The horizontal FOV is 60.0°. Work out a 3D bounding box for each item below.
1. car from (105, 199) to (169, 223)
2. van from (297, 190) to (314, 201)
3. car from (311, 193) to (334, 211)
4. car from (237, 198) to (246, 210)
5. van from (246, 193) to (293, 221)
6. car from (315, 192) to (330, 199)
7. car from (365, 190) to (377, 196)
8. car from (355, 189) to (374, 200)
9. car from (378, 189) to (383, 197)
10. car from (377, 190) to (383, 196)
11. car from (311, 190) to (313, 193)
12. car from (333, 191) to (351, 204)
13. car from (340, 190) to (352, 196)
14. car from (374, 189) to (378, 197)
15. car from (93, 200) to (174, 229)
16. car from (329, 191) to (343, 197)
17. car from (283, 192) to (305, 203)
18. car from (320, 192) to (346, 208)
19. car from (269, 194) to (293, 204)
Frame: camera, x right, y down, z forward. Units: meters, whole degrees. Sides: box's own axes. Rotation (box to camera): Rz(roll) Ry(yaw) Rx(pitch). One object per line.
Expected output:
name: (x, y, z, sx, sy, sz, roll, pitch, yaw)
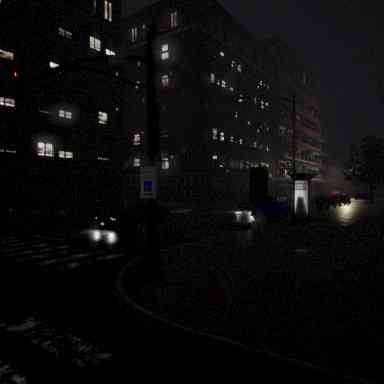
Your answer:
car: (-3.832, 1.283, 23.931, 1.887, 1.381, 4.507, 1, 1, 36)
van: (19.137, 0.536, 56.090, 1.690, 1.788, 3.998, 1, 1, 36)
car: (12.264, 1.078, 32.912, 1.947, 1.339, 4.313, 1, 1, 36)
car: (6.265, 1.073, 33.837, 1.812, 1.442, 4.674, 0, 1, 36)
van: (5.695, 1.009, 23.708, 1.690, 1.788, 3.998, 1, 1, 36)
car: (25.699, 0.621, 65.284, 1.802, 1.307, 4.206, 1, 1, 36)
car: (44.217, 0.216, 82.085, 1.994, 1.385, 4.181, 0, 1, 36)
car: (28.688, 0.564, 55.907, 1.967, 1.590, 4.097, 1, 1, 36)
car: (41.827, 0.356, 74.307, 1.887, 1.381, 4.507, 1, 1, 36)
car: (45.111, 0.315, 78.907, 1.802, 1.307, 4.206, 1, 1, 36)
car: (16.541, 0.872, 48.063, 1.994, 1.385, 4.181, 0, 1, 36)
car: (18.834, 0.923, 42.111, 1.947, 1.339, 4.313, 1, 1, 36)
car: (38.824, 0.278, 83.663, 2.008, 1.369, 4.403, 1, 1, 36)
car: (31.973, 0.590, 60.509, 1.887, 1.381, 4.507, 1, 1, 36)
car: (-3.364, 1.322, 20.365, 2.033, 1.411, 5.357, 0, 1, 36)
car: (32.262, 0.428, 74.473, 1.887, 1.381, 4.507, 1, 1, 36)
car: (15.757, 0.801, 51.361, 1.752, 1.417, 4.829, 1, 1, 36)
car: (15.549, 0.979, 37.511, 1.887, 1.381, 4.507, 1, 1, 36)
car: (12.574, 0.933, 46.906, 1.802, 1.307, 4.206, 1, 1, 36)
